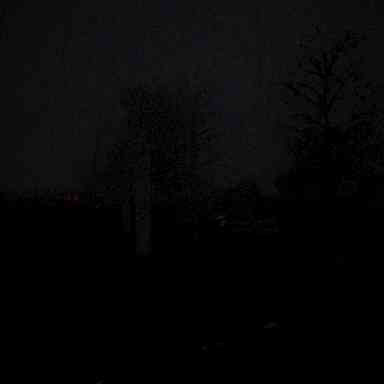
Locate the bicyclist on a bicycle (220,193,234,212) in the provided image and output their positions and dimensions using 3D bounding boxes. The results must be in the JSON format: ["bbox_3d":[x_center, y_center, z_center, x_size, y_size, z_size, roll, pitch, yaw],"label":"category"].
[{"bbox_3d":[3.085,0.948,29.539,1.656,1.620,0.582,0,1,-35],"label":"bicyclist on a bicycle"}]

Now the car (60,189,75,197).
[{"bbox_3d":[-22.221,0.153,59.808,2.128,1.511,4.902,-1,2,-36],"label":"car"}]

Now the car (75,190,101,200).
[{"bbox_3d":[-15.509,0.460,50.389,2.033,1.411,5.357,-1,2,-35],"label":"car"}]
